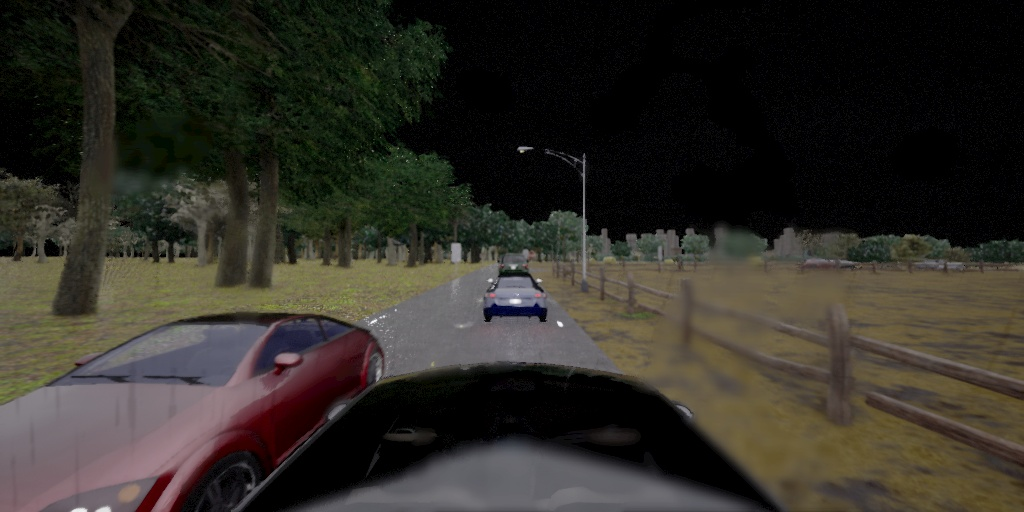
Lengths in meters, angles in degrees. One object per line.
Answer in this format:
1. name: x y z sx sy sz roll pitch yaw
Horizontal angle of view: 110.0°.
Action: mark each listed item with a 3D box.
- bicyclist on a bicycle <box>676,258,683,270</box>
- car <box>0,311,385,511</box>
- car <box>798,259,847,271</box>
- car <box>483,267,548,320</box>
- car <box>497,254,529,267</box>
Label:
1. bicyclist on a bicycle: 19.924 1.006 42.705 0.582 1.620 1.656 0 0 0
2. car: -2.851 1.303 3.578 1.994 1.385 4.181 0 0 0
3. car: 39.340 1.152 45.879 4.674 1.442 1.812 0 -2 0
4. car: 0.099 1.261 12.301 1.994 1.385 4.181 0 0 0
5. car: 0.105 0.867 26.585 2.150 2.045 5.566 0 0 0
